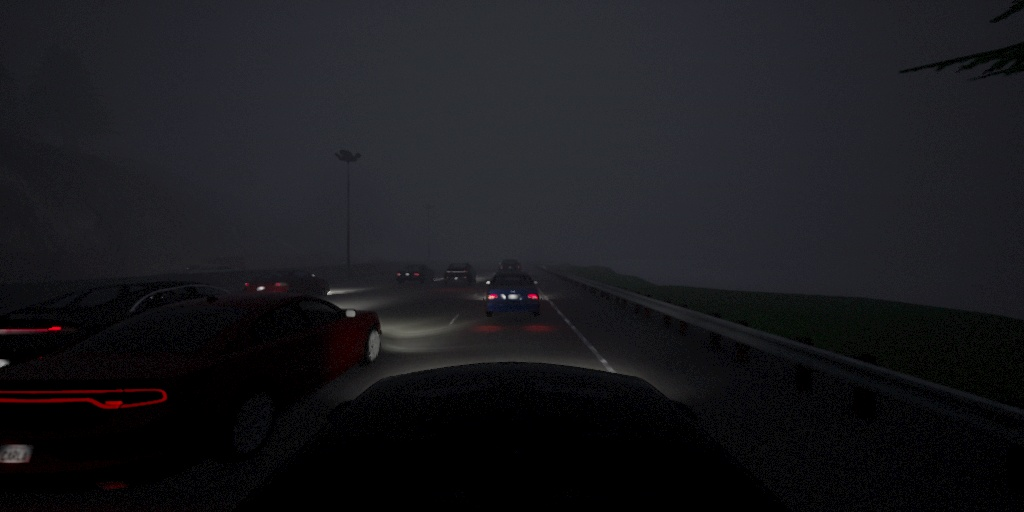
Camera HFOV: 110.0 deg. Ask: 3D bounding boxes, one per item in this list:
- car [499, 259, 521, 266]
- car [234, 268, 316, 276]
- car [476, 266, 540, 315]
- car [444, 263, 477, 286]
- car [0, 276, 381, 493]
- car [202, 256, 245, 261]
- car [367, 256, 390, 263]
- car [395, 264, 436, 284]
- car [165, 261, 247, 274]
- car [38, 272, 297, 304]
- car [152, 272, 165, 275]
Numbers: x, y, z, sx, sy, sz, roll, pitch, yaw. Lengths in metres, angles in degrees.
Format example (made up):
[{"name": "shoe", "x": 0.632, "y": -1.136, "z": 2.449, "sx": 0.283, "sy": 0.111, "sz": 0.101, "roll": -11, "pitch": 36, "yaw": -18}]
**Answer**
[{"name": "car", "x": -0.181, "y": 1.063, "z": 34.461, "sx": 2.097, "sy": 1.767, "sz": 4.553, "roll": 0, "pitch": 0, "yaw": -1}, {"name": "car", "x": -10.531, "y": 1.331, "z": 17.051, "sx": 1.994, "sy": 1.385, "sz": 4.181, "roll": 0, "pitch": 0, "yaw": 0}, {"name": "car", "x": 0.008, "y": 1.283, "z": 13.390, "sx": 2.033, "sy": 1.411, "sz": 5.357, "roll": 0, "pitch": 0, "yaw": 0}, {"name": "car", "x": -3.600, "y": 1.225, "z": 25.418, "sx": 2.128, "sy": 1.511, "sz": 4.902, "roll": 0, "pitch": 0, "yaw": 0}, {"name": "car", "x": -3.482, "y": 1.235, "z": 4.999, "sx": 1.882, "sy": 1.535, "sz": 5.008, "roll": 0, "pitch": 0, "yaw": 0}, {"name": "car", "x": -28.375, "y": 1.027, "z": 34.666, "sx": 2.150, "sy": 2.045, "sz": 5.566, "roll": 0, "pitch": 0, "yaw": 0}, {"name": "car", "x": -21.521, "y": 1.233, "z": 56.846, "sx": 1.882, "sy": 1.535, "sz": 5.008, "roll": 0, "pitch": 0, "yaw": 0}, {"name": "car", "x": -7.111, "y": 1.291, "z": 26.832, "sx": 2.033, "sy": 1.411, "sz": 5.357, "roll": 0, "pitch": 0, "yaw": -1}, {"name": "car", "x": -21.296, "y": 1.318, "z": 25.434, "sx": 1.812, "sy": 1.442, "sz": 4.674, "roll": 0, "pitch": 0, "yaw": 0}, {"name": "car", "x": -6.978, "y": 1.258, "z": 7.312, "sx": 2.128, "sy": 1.511, "sz": 4.902, "roll": 0, "pitch": 0, "yaw": 0}, {"name": "car", "x": -24.816, "y": 1.403, "z": 27.687, "sx": 1.895, "sy": 1.301, "sz": 4.718, "roll": 0, "pitch": 0, "yaw": 0}]
